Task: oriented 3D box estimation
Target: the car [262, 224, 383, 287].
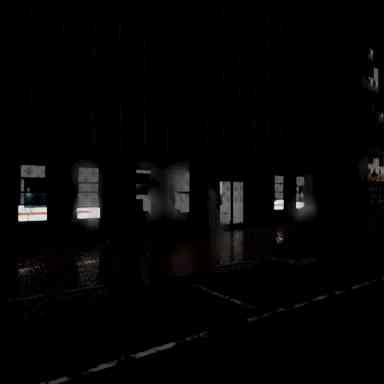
[{"bbox_3d":[3.796,1.582,9.273,4.206,1.307,1.802,0,0,-36],"label":"car"}]
